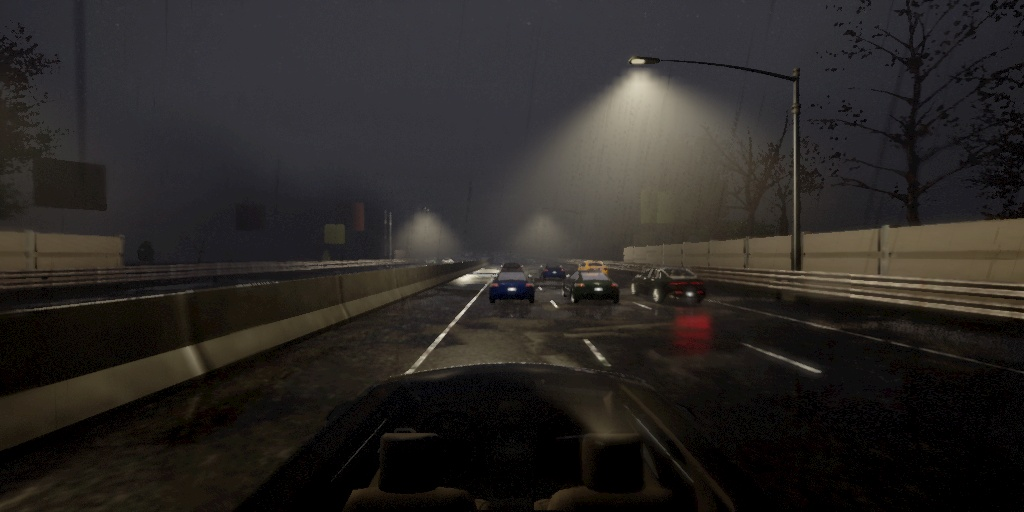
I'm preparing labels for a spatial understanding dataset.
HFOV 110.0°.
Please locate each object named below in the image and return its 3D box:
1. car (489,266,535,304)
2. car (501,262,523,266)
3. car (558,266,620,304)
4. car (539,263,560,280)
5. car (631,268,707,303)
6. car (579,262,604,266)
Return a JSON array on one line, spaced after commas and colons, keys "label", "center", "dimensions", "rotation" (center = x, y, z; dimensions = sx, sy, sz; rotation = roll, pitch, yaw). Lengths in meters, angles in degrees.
[{"label": "car", "center": [0.000, 1.321, 16.500], "dimensions": [1.994, 1.385, 4.181], "rotation": [0, 0, 0]}, {"label": "car", "center": [0.000, 1.232, 31.500], "dimensions": [1.882, 1.535, 5.008], "rotation": [0, 0, 0]}, {"label": "car", "center": [3.500, 1.321, 16.500], "dimensions": [1.994, 1.385, 4.181], "rotation": [0, 0, 0]}, {"label": "car", "center": [3.500, 1.320, 31.500], "dimensions": [1.994, 1.385, 4.181], "rotation": [0, 0, 0]}, {"label": "car", "center": [7.000, 1.265, 16.500], "dimensions": [1.837, 1.490, 4.892], "rotation": [0, 0, 0]}, {"label": "car", "center": [7.000, 1.232, 31.500], "dimensions": [1.882, 1.535, 5.008], "rotation": [0, 0, 0]}]
